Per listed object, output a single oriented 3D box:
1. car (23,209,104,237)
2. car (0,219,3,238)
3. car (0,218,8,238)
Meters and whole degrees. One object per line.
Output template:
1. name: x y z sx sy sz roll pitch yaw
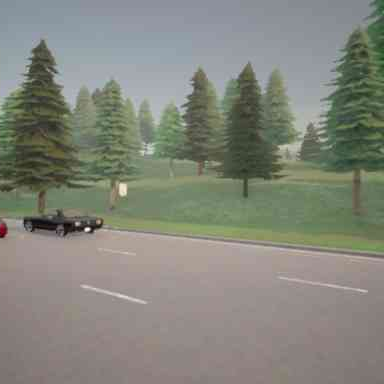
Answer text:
1. car: -6.900 1.535 17.516 4.718 1.301 1.895 0 0 36
2. car: -7.903 1.497 9.632 5.357 1.411 2.033 0 0 36
3. car: -10.651 1.489 15.893 4.181 1.385 1.994 0 0 36
